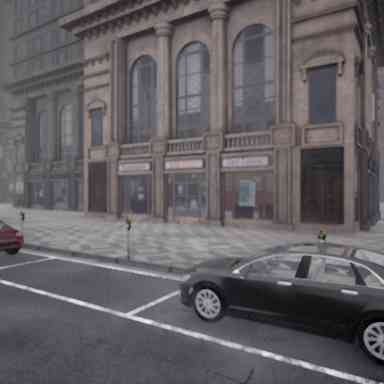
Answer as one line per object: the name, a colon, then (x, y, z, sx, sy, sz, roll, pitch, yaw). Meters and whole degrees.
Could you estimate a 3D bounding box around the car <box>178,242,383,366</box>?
car: (1.816, 1.530, 5.569, 4.403, 1.369, 2.008, 0, 0, 32)

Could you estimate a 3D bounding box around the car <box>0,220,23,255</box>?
car: (-7.544, 1.486, 11.442, 4.206, 1.307, 1.802, 0, 0, 32)
